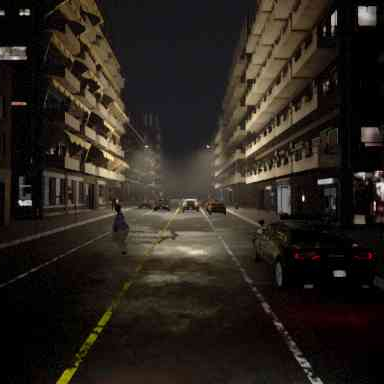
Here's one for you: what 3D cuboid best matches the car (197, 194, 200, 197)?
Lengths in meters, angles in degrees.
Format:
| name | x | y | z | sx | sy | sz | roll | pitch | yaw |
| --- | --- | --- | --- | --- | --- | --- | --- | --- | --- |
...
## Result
| name | x | y | z | sx | sy | sz | roll | pitch | yaw |
| --- | --- | --- | --- | --- | --- | --- | --- | --- | --- |
| car | -0.299 | 1.366 | 48.256 | 2.097 | 1.767 | 4.553 | 0 | 0 | 0 |

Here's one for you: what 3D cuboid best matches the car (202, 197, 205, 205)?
| name | x | y | z | sx | sy | sz | roll | pitch | yaw |
| --- | --- | --- | --- | --- | --- | --- | --- | --- | --- |
| car | 2.440 | 1.593 | 38.787 | 1.802 | 1.307 | 4.206 | 1 | 0 | 0 |

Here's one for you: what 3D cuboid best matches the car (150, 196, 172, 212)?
| name | x | y | z | sx | sy | sz | roll | pitch | yaw |
| --- | --- | --- | --- | --- | --- | --- | --- | --- | --- |
| car | -3.356 | 1.515 | 38.342 | 1.837 | 1.490 | 4.892 | 0 | 0 | 0 |

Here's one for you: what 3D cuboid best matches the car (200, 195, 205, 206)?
| name | x | y | z | sx | sy | sz | roll | pitch | yaw |
| --- | --- | --- | --- | --- | --- | --- | --- | --- | --- |
| car | 2.328 | 1.598 | 55.499 | 1.802 | 1.307 | 4.206 | 1 | 0 | 0 |

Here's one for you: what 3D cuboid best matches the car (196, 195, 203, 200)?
| name | x | y | z | sx | sy | sz | roll | pitch | yaw |
| --- | --- | --- | --- | --- | --- | --- | --- | --- | --- |
| car | 2.048 | 1.574 | 94.496 | 1.887 | 1.381 | 4.507 | 1 | 0 | 0 |

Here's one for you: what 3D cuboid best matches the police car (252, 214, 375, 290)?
| name | x | y | z | sx | sy | sz | roll | pitch | yaw |
| --- | --- | --- | --- | --- | --- | --- | --- | --- | --- |
| police car | 2.936 | 1.428 | 9.237 | 1.930 | 1.638 | 5.238 | 0 | 0 | 0 |

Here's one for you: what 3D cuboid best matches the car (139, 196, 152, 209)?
| name | x | y | z | sx | sy | sz | roll | pitch | yaw |
| --- | --- | --- | --- | --- | --- | --- | --- | --- | --- |
| car | -5.977 | 1.578 | 44.341 | 1.947 | 1.339 | 4.313 | 1 | 0 | 0 |

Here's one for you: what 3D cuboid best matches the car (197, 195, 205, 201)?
| name | x | y | z | sx | sy | sz | roll | pitch | yaw |
| --- | --- | --- | --- | --- | --- | --- | --- | --- | --- |
| car | 2.150 | 1.550 | 83.525 | 1.752 | 1.417 | 4.829 | 1 | 0 | 0 |

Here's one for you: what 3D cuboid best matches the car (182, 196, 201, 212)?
| name | x | y | z | sx | sy | sz | roll | pitch | yaw |
| --- | --- | --- | --- | --- | --- | --- | --- | --- | --- |
| car | -0.170 | 1.536 | 38.417 | 1.812 | 1.442 | 4.674 | 0 | 0 | -1 |

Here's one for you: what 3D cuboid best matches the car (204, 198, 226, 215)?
| name | x | y | z | sx | sy | sz | roll | pitch | yaw |
| --- | --- | --- | --- | --- | --- | --- | --- | --- | --- |
| car | 2.477 | 1.534 | 33.385 | 1.752 | 1.417 | 4.829 | 1 | 0 | 0 |

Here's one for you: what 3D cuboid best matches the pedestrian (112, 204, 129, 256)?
| name | x | y | z | sx | sy | sz | roll | pitch | yaw |
| --- | --- | --- | --- | --- | --- | --- | --- | --- | --- |
| pedestrian | -2.528 | 1.297 | 11.746 | 0.375 | 1.860 | 0.375 | 1 | -1 | -5 |

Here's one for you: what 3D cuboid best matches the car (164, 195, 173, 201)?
| name | x | y | z | sx | sy | sz | roll | pitch | yaw |
| --- | --- | --- | --- | --- | --- | --- | --- | --- | --- |
| car | -6.275 | 1.593 | 88.909 | 1.947 | 1.339 | 4.313 | 1 | 0 | 0 |

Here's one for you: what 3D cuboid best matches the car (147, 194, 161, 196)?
| name | x | y | z | sx | sy | sz | roll | pitch | yaw |
| --- | --- | --- | --- | --- | --- | --- | --- | --- | --- |
| car | -6.010 | 1.329 | 49.912 | 2.192 | 1.841 | 5.009 | 1 | 0 | 0 |

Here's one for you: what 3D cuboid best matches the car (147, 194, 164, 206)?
| name | x | y | z | sx | sy | sz | roll | pitch | yaw |
| --- | --- | --- | --- | --- | --- | --- | --- | --- | --- |
| car | -6.048 | 1.331 | 55.483 | 2.192 | 1.841 | 5.009 | 1 | 0 | 0 |
